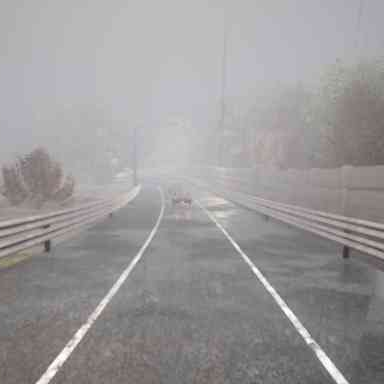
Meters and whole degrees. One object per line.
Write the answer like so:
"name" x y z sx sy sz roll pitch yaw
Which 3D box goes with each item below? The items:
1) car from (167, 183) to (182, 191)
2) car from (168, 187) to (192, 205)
"car" -2.403 -0.563 45.826 2.128 1.511 4.902 0 5 -7
"car" -1.086 0.526 32.973 1.895 1.301 4.718 0 4 -5
